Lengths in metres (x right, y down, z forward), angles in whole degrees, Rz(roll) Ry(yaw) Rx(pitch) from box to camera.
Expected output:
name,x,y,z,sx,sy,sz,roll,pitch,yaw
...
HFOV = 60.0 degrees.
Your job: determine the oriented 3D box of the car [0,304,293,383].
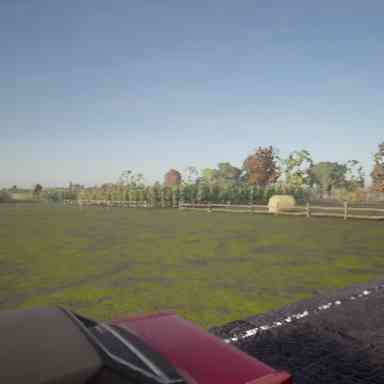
name,x,y,z,sx,sy,sz,roll,pitch,yaw
car,-1.609,1.601,1.922,4.718,1.301,1.895,0,0,-36
